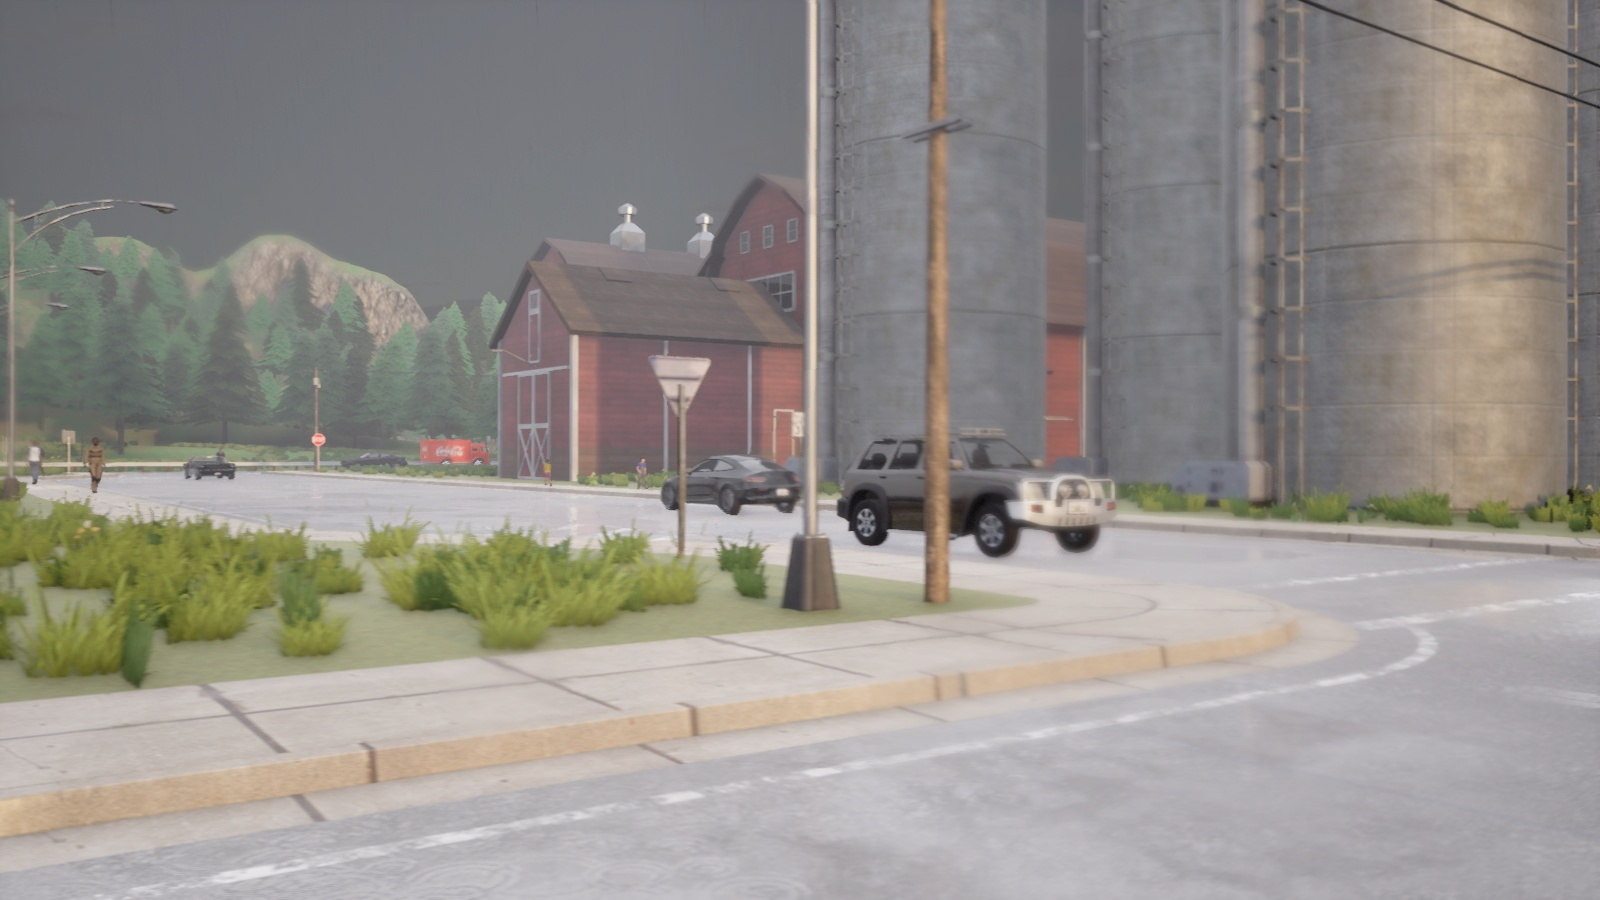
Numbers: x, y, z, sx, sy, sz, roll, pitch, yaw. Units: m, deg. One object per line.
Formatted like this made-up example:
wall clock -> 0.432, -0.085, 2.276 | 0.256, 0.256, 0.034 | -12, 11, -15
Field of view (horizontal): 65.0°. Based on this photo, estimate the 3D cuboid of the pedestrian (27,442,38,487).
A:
pedestrian -> -31.463, 0.591, 51.464 | 0.354, 1.836, 0.706 | 0, 0, -30

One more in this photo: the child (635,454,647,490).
child -> -5.738, 0.793, 45.359 | 0.270, 1.263, 0.437 | 0, 0, -34

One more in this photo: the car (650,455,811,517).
car -> -1.838, 0.843, 31.475 | 1.812, 1.442, 4.674 | 0, 0, -36

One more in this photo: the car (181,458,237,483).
car -> -31.698, 1.070, 67.264 | 1.895, 1.301, 4.718 | 0, 0, -36

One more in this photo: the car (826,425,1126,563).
car -> 2.549, 0.597, 19.324 | 1.932, 1.855, 4.605 | 0, 0, -36

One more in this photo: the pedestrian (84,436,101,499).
pedestrian -> -22.033, 0.540, 39.097 | 0.396, 1.930, 0.692 | 0, 0, -36
